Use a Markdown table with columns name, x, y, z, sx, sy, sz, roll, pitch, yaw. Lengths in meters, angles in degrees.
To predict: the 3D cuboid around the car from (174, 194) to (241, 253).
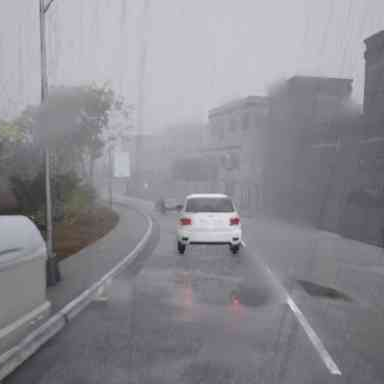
| name | x | y | z | sx | sy | sz | roll | pitch | yaw |
| --- | --- | --- | --- | --- | --- | --- | --- | --- | --- |
| car | 0.536 | 1.084 | 13.200 | 2.150 | 2.045 | 5.566 | 0 | 0 | -1 |

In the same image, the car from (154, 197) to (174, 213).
| name | x | y | z | sx | sy | sz | roll | pitch | yaw |
| --- | --- | --- | --- | --- | --- | --- | --- | --- | --- |
| car | -2.319 | 1.168 | 31.494 | 2.033 | 1.411 | 5.357 | -1 | 2 | -16 |
